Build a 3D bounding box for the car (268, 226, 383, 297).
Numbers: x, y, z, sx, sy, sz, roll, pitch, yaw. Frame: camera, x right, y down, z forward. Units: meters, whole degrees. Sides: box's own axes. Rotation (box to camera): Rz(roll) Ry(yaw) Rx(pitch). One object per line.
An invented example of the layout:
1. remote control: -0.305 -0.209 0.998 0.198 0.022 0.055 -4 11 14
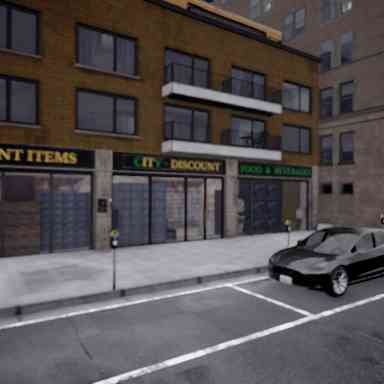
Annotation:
1. car: 3.937 1.607 8.665 4.313 1.339 1.947 0 0 -33
